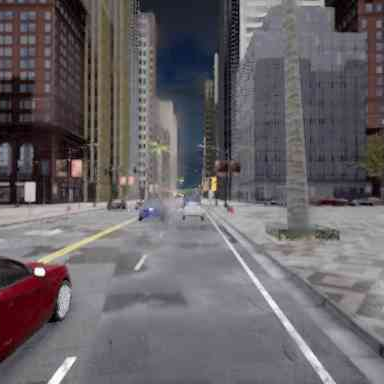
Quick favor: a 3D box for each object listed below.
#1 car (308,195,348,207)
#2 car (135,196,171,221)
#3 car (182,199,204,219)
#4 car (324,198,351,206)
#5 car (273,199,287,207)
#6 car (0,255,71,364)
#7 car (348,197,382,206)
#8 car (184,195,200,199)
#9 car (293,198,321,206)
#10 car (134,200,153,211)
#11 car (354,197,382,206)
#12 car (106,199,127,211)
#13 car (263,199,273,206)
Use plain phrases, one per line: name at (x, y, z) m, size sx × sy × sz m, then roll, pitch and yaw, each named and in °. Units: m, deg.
car at (20.930, 1.442, 51.868) m, size 5.009 × 1.841 × 2.192 m, roll 0°, pitch -1°, yaw -1°
car at (-3.163, 1.421, 28.095) m, size 2.097 × 1.767 × 4.553 m, roll 0°, pitch 0°, yaw 0°
car at (0.086, 1.603, 29.396) m, size 1.812 × 1.442 × 4.674 m, roll 0°, pitch 0°, yaw 0°
car at (26.436, 1.825, 60.478) m, size 4.206 × 1.307 × 1.802 m, roll 0°, pitch -1°, yaw -1°
car at (15.292, 1.728, 51.774) m, size 4.206 × 1.307 × 1.802 m, roll 0°, pitch -1°, yaw -1°
car at (-3.152, 1.480, 4.186) m, size 1.882 × 1.535 × 5.008 m, roll 0°, pitch 0°, yaw 0°
car at (26.568, 1.677, 51.955) m, size 4.313 × 1.339 × 1.947 m, roll 0°, pitch -1°, yaw -1°
car at (0.009, 1.363, 39.367) m, size 2.150 × 2.045 × 5.566 m, roll 0°, pitch 0°, yaw 0°
car at (20.797, 1.825, 60.388) m, size 4.313 × 1.339 × 1.947 m, roll 0°, pitch -1°, yaw -1°
car at (-6.521, 1.795, 45.316) m, size 1.994 × 1.385 × 4.181 m, roll 0°, pitch 0°, yaw 0°
car at (32.073, 1.668, 60.570) m, size 4.097 × 1.590 × 1.967 m, roll 0°, pitch -1°, yaw -1°
car at (-9.786, 1.650, 43.609) m, size 1.882 × 1.535 × 5.008 m, roll 0°, pitch -1°, yaw 0°
car at (15.158, 1.843, 60.297) m, size 4.313 × 1.339 × 1.947 m, roll 0°, pitch -1°, yaw -1°
